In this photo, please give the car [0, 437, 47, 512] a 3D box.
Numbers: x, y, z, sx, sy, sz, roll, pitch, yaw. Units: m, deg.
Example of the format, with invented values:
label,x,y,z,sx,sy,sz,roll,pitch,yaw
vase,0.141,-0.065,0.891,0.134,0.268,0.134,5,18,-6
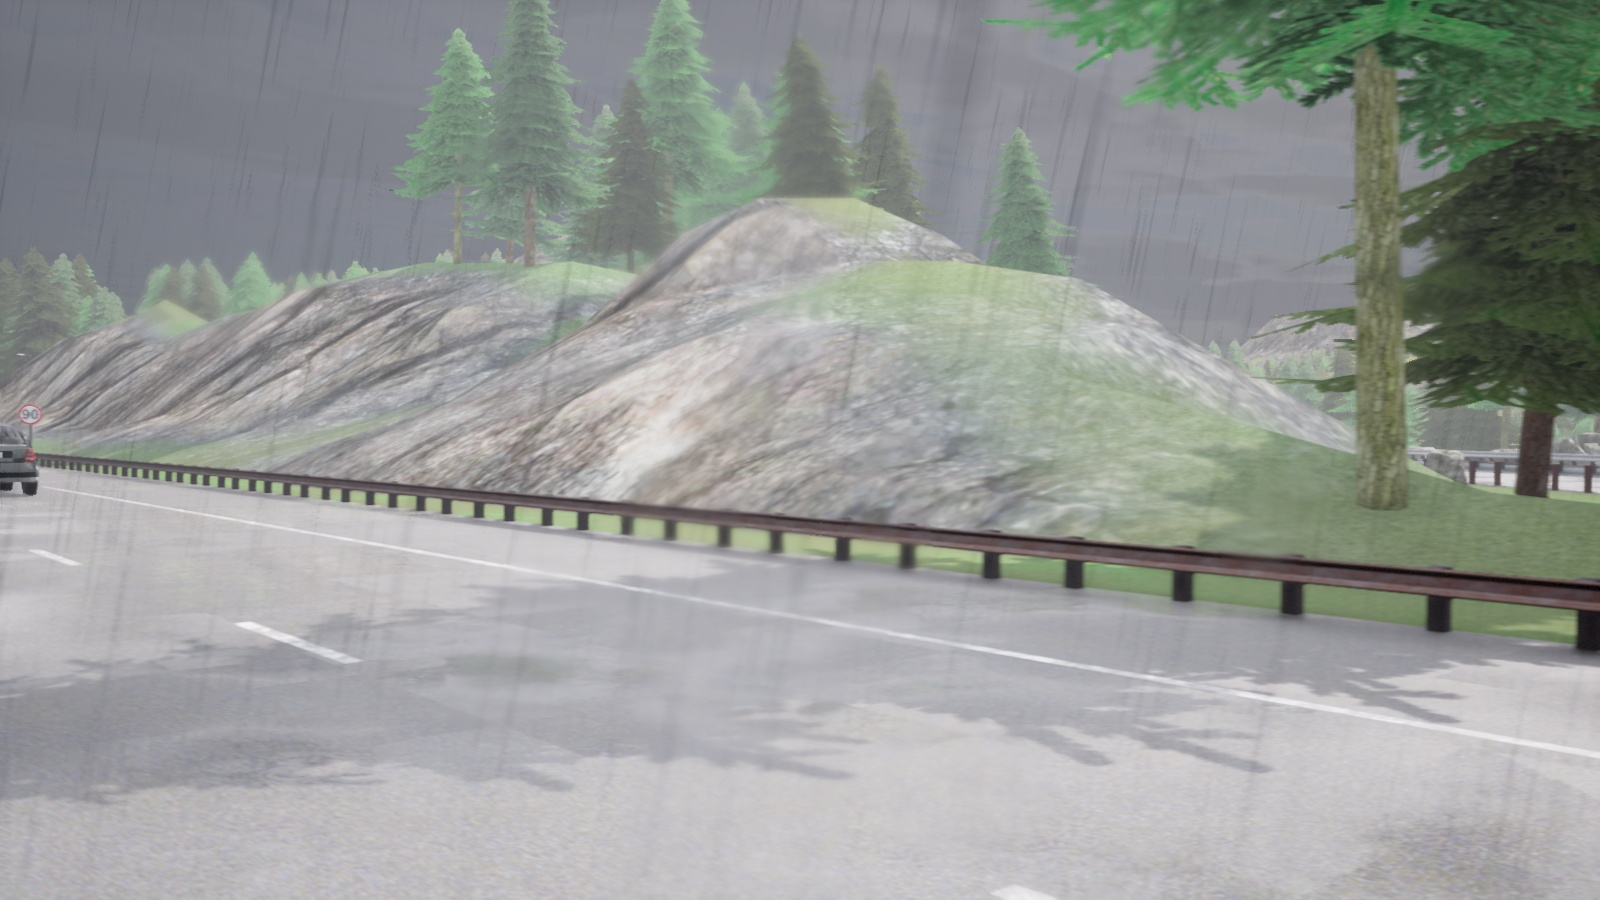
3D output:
label,x,y,z,sx,sy,sz,roll,pitch,yaw
car,-17.733,0.499,27.170,1.789,1.549,3.705,-1,1,-42
